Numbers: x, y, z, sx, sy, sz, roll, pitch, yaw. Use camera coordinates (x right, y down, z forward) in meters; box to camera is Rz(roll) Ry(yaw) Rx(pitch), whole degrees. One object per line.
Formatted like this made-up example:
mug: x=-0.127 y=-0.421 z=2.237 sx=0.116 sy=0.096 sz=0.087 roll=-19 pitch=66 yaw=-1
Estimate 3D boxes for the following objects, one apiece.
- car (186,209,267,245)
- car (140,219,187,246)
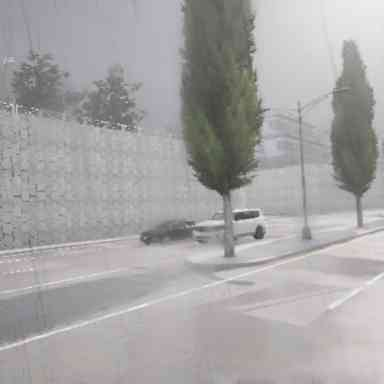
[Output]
car: x=2.524 y=2.121 z=20.962 sx=2.150 sy=2.045 sz=5.566 roll=-5 pitch=-4 yaw=44
car: x=-1.223 y=2.615 z=22.076 sx=1.837 sy=1.490 sz=4.892 roll=-5 pitch=-4 yaw=44
